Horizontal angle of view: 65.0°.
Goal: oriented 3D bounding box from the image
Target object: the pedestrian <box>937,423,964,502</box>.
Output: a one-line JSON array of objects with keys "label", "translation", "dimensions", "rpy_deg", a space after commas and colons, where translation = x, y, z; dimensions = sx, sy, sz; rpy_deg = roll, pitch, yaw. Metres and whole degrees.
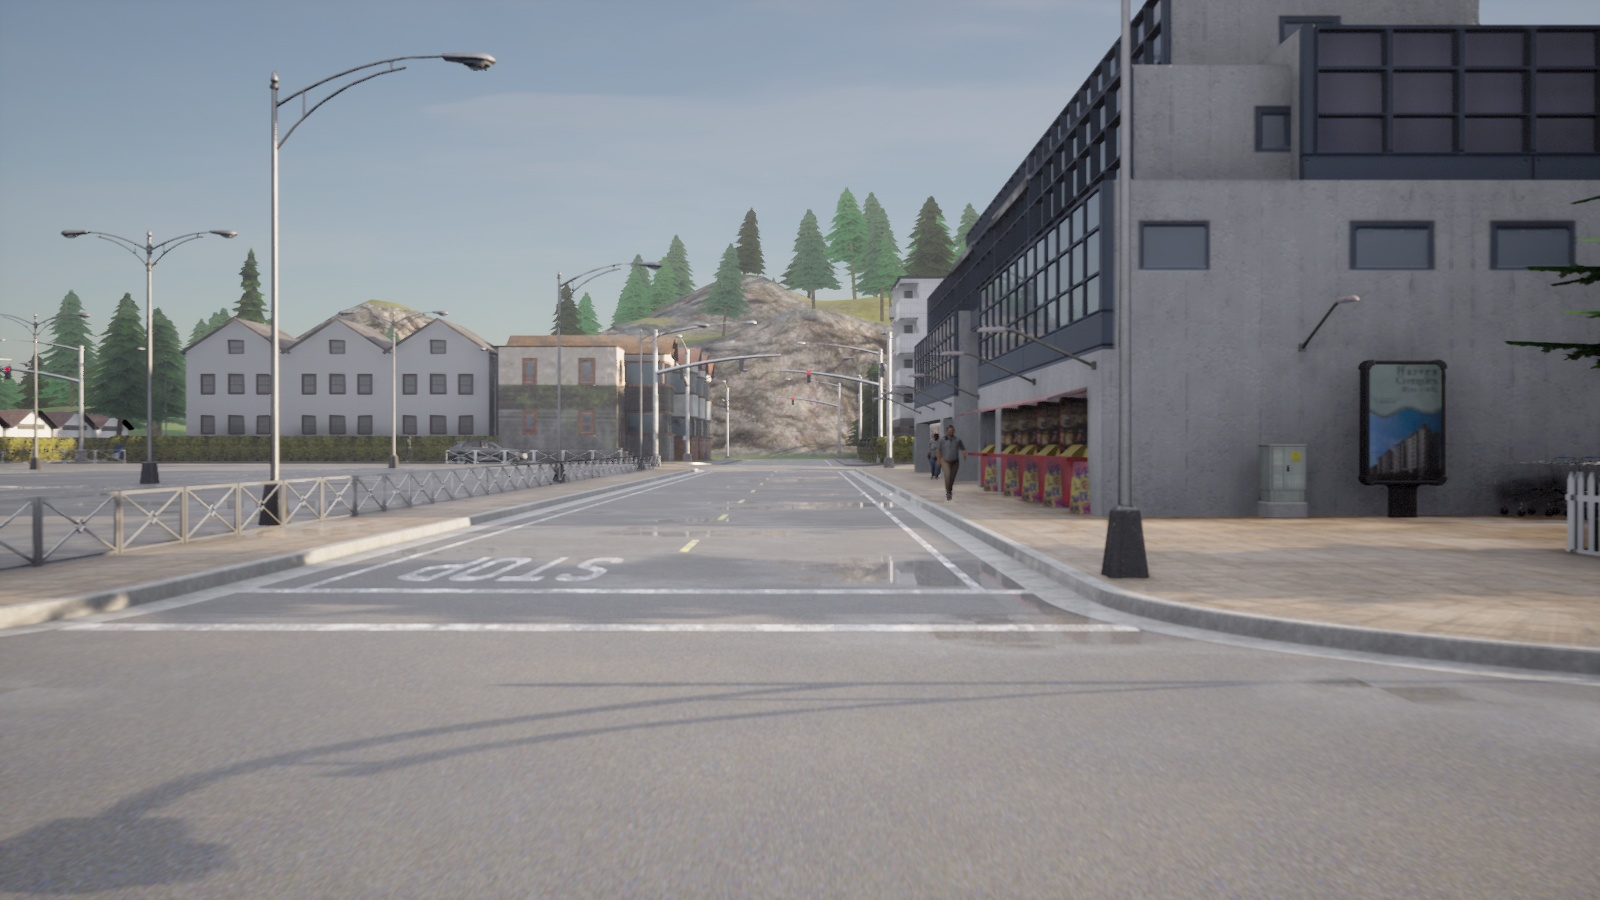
[{"label": "pedestrian", "translation": [3.568, 0.294, 29.791], "dimensions": [0.540, 1.848, 0.694], "rpy_deg": [0, 0, -3]}]

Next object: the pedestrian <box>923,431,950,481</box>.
[{"label": "pedestrian", "translation": [5.174, 0.227, 47.691], "dimensions": [0.874, 1.855, 0.900], "rpy_deg": [0, 0, -3]}]

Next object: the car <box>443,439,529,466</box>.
[{"label": "car", "translation": [-19.558, 0.145, 78.452], "dimensions": [4.856, 1.649, 2.033], "rpy_deg": [0, 0, 0]}]
